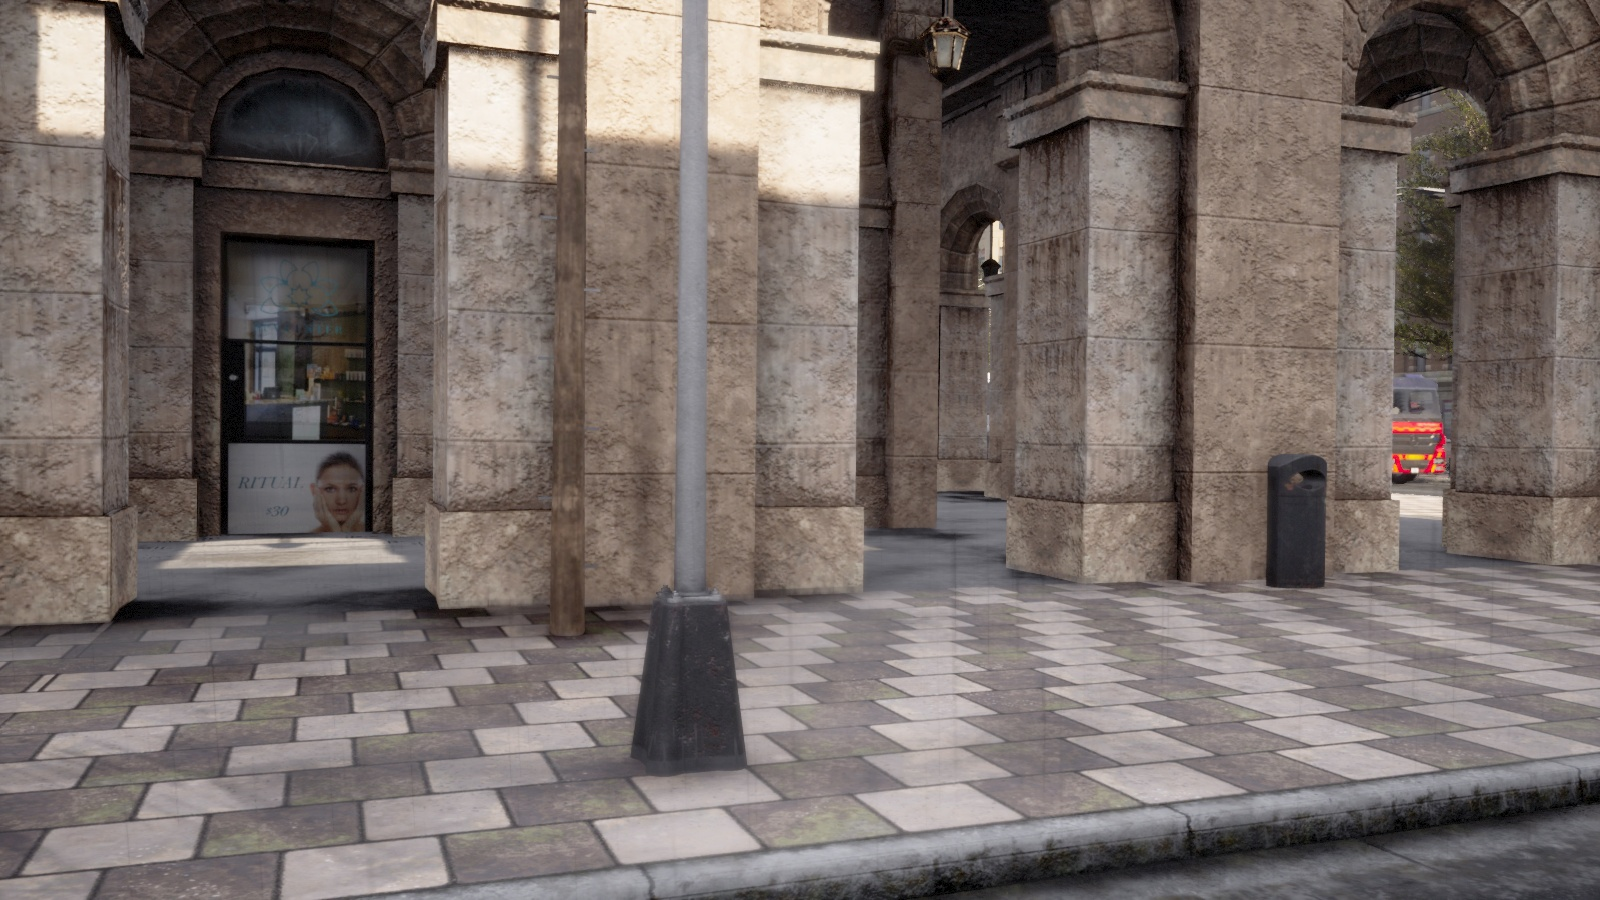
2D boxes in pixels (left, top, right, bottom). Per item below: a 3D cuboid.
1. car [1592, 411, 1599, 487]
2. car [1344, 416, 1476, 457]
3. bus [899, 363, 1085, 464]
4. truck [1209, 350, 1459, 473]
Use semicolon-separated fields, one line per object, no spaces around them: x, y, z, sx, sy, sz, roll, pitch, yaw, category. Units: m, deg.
20.346;-0.014;27.671;2.097;1.767;4.553;-1;1;-20;car
26.259;-0.590;54.297;2.152;1.651;5.027;-1;1;-21;car
8.638;-1.622;58.406;3.944;4.253;10.273;-1;1;-21;bus
18.097;-1.268;43.383;2.891;3.827;8.468;-1;1;-21;truck
